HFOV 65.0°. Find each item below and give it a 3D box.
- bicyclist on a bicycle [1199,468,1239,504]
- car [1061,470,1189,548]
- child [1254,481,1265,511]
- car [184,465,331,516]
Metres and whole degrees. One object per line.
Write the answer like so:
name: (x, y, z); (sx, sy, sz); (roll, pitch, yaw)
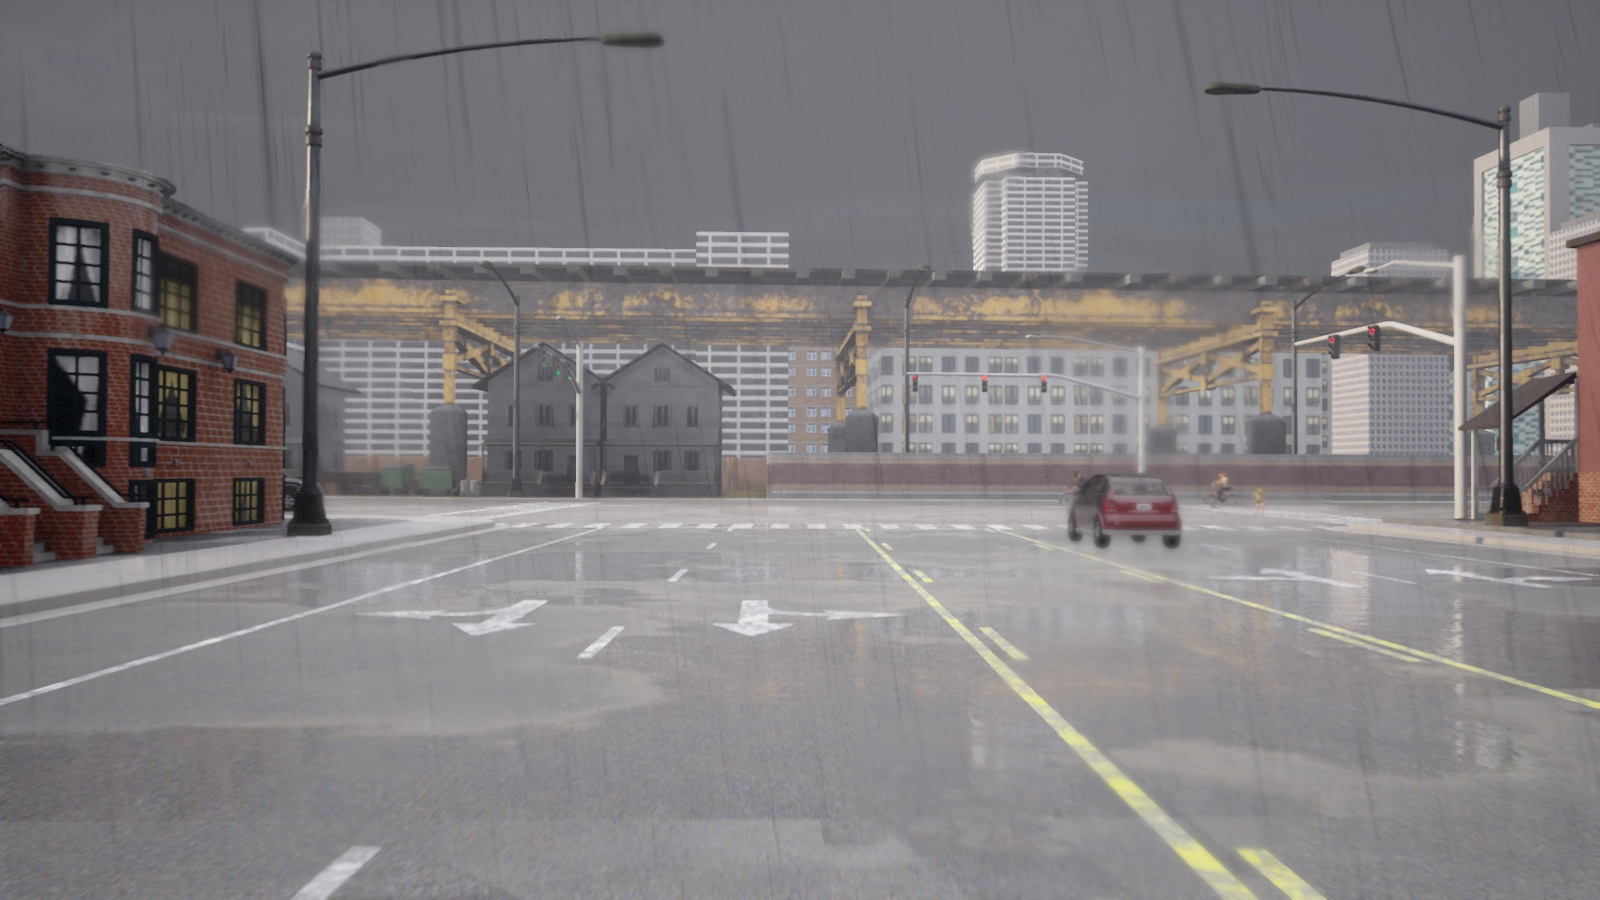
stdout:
bicyclist on a bicycle: (19.030, 1.631, 57.087); (1.509, 1.612, 0.866); (0, -1, 0)
car: (6.933, 1.220, 27.155); (1.789, 1.549, 3.705); (0, -1, 0)
child: (16.845, 1.683, 46.040); (0.255, 1.110, 0.394); (0, -1, -3)
car: (-20.022, 1.490, 46.512); (4.605, 1.855, 1.932); (0, -1, 0)
